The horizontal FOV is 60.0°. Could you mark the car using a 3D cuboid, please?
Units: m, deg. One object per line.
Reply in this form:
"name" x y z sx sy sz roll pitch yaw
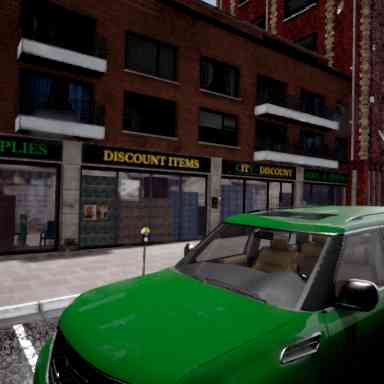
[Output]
"car" 1.268 1.225 3.847 5.566 2.045 2.150 0 0 -35
